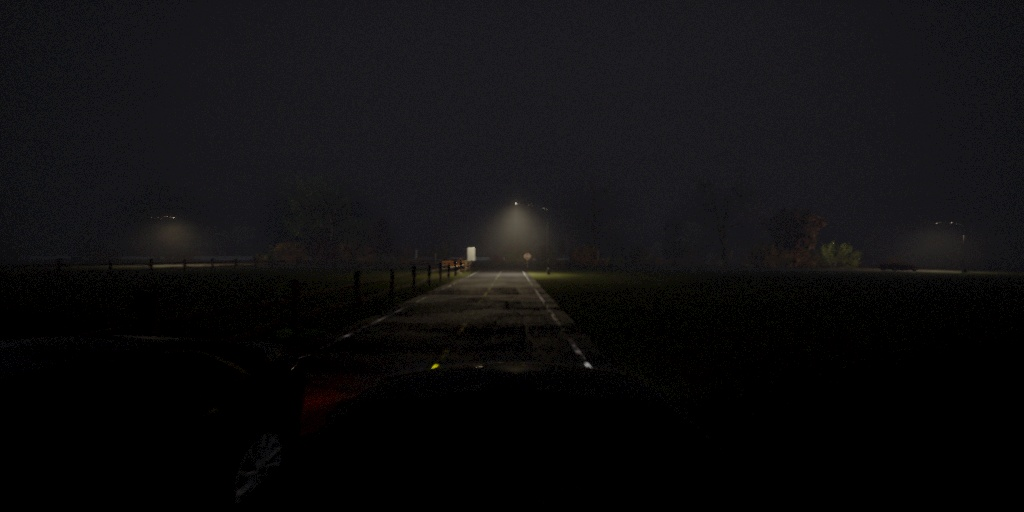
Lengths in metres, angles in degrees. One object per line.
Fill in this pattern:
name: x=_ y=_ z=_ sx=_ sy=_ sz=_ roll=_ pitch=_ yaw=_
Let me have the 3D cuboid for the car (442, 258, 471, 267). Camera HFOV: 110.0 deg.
car: x=-9.223 y=1.091 z=59.243 sx=5.008 sy=1.535 sz=1.882 roll=1 pitch=1 yaw=11

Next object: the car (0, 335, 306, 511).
car: x=-2.837 y=1.254 z=1.370 sx=1.837 sy=1.490 sz=4.892 roll=0 pitch=0 yaw=0
